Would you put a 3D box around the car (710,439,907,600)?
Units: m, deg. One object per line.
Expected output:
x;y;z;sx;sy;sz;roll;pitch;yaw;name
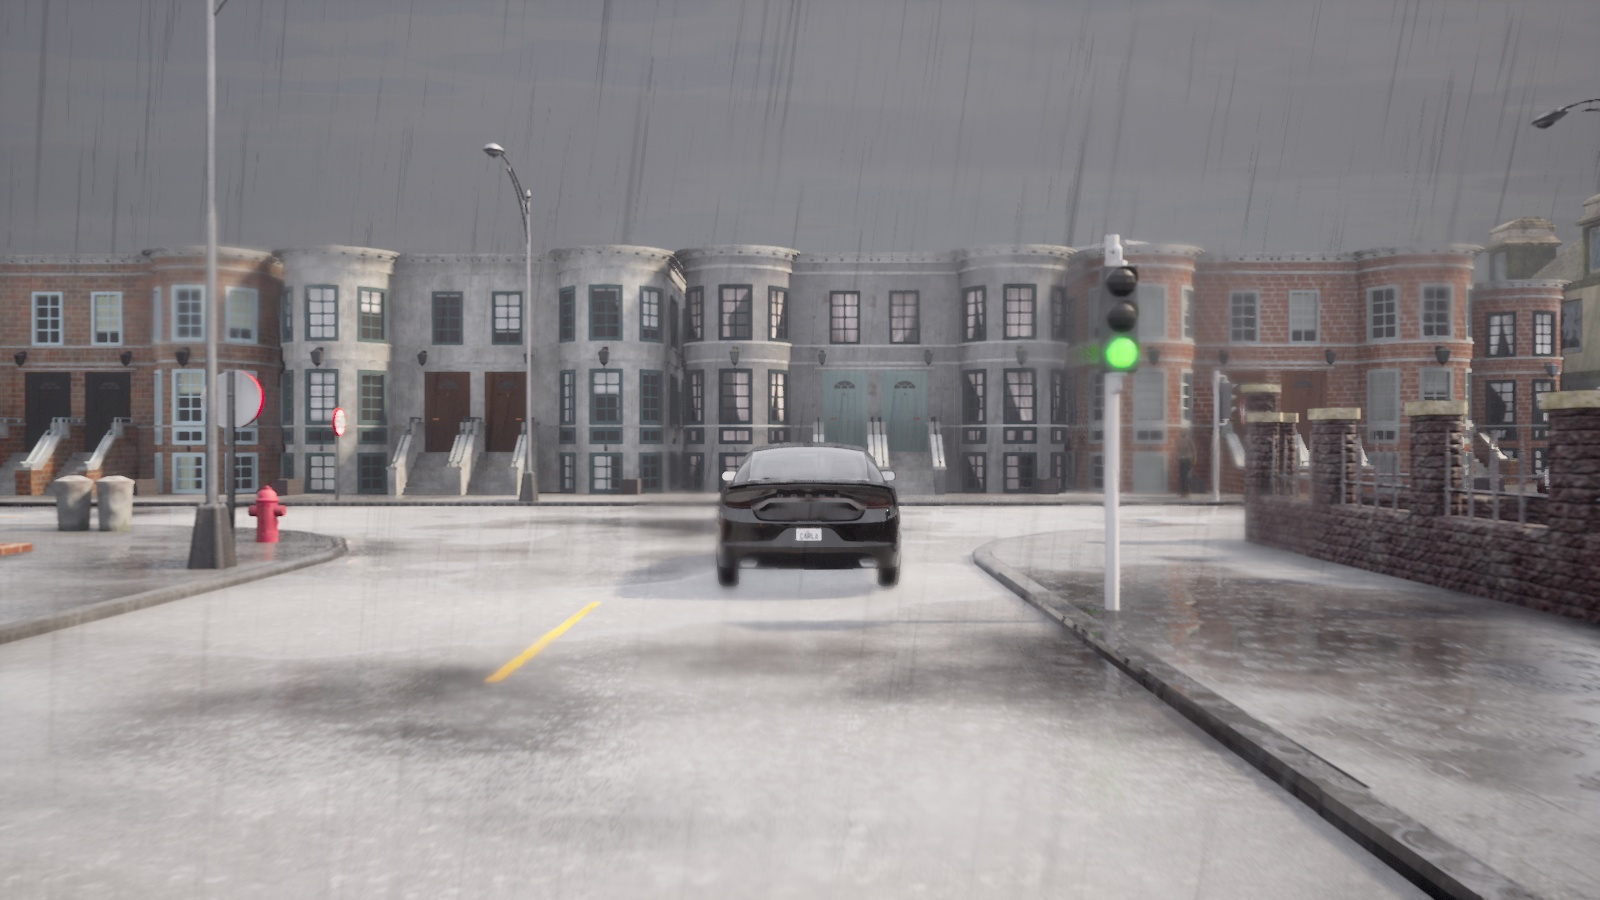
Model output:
0.098;0.646;14.489;1.882;1.535;5.008;0;0;0;car

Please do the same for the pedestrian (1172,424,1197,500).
9.497;0.296;31.008;0.634;1.846;0.331;0;0;-44;pedestrian

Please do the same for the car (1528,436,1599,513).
18.369;0.511;27.329;3.988;1.617;1.851;0;0;1;car

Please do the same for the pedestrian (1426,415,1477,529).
10.593;0.351;20.417;0.706;1.836;0.354;0;0;31;pedestrian
